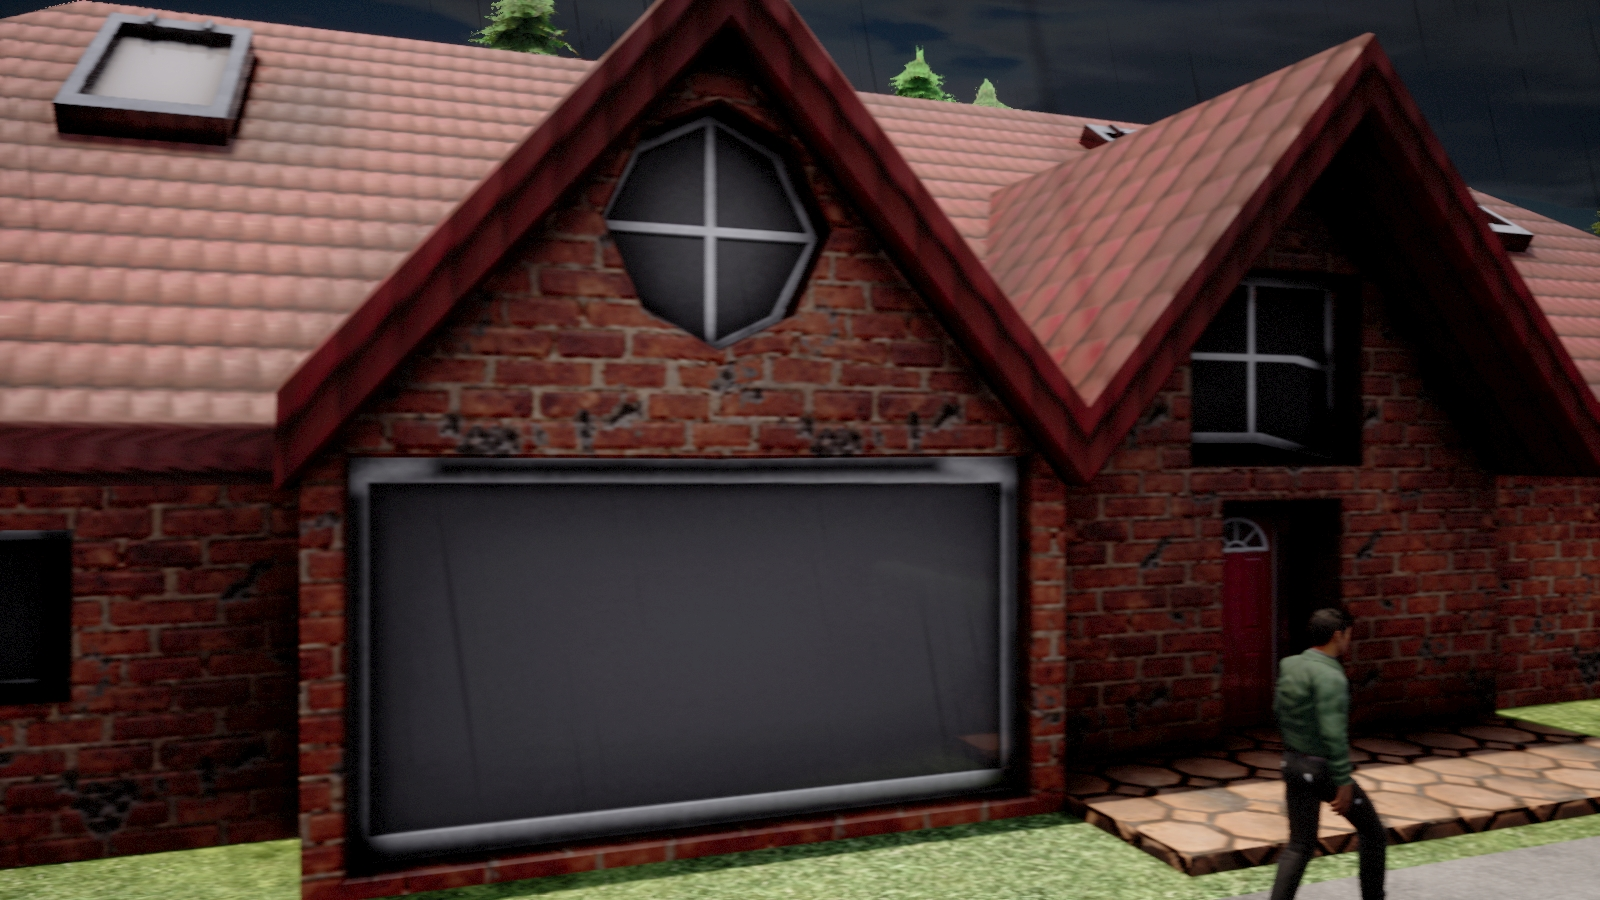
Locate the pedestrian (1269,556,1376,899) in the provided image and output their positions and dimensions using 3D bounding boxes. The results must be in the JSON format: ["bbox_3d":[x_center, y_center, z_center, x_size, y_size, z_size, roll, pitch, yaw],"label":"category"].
[{"bbox_3d":[2.812,1.523,6.167,0.375,1.860,0.375,0,0,-12],"label":"pedestrian"}]
